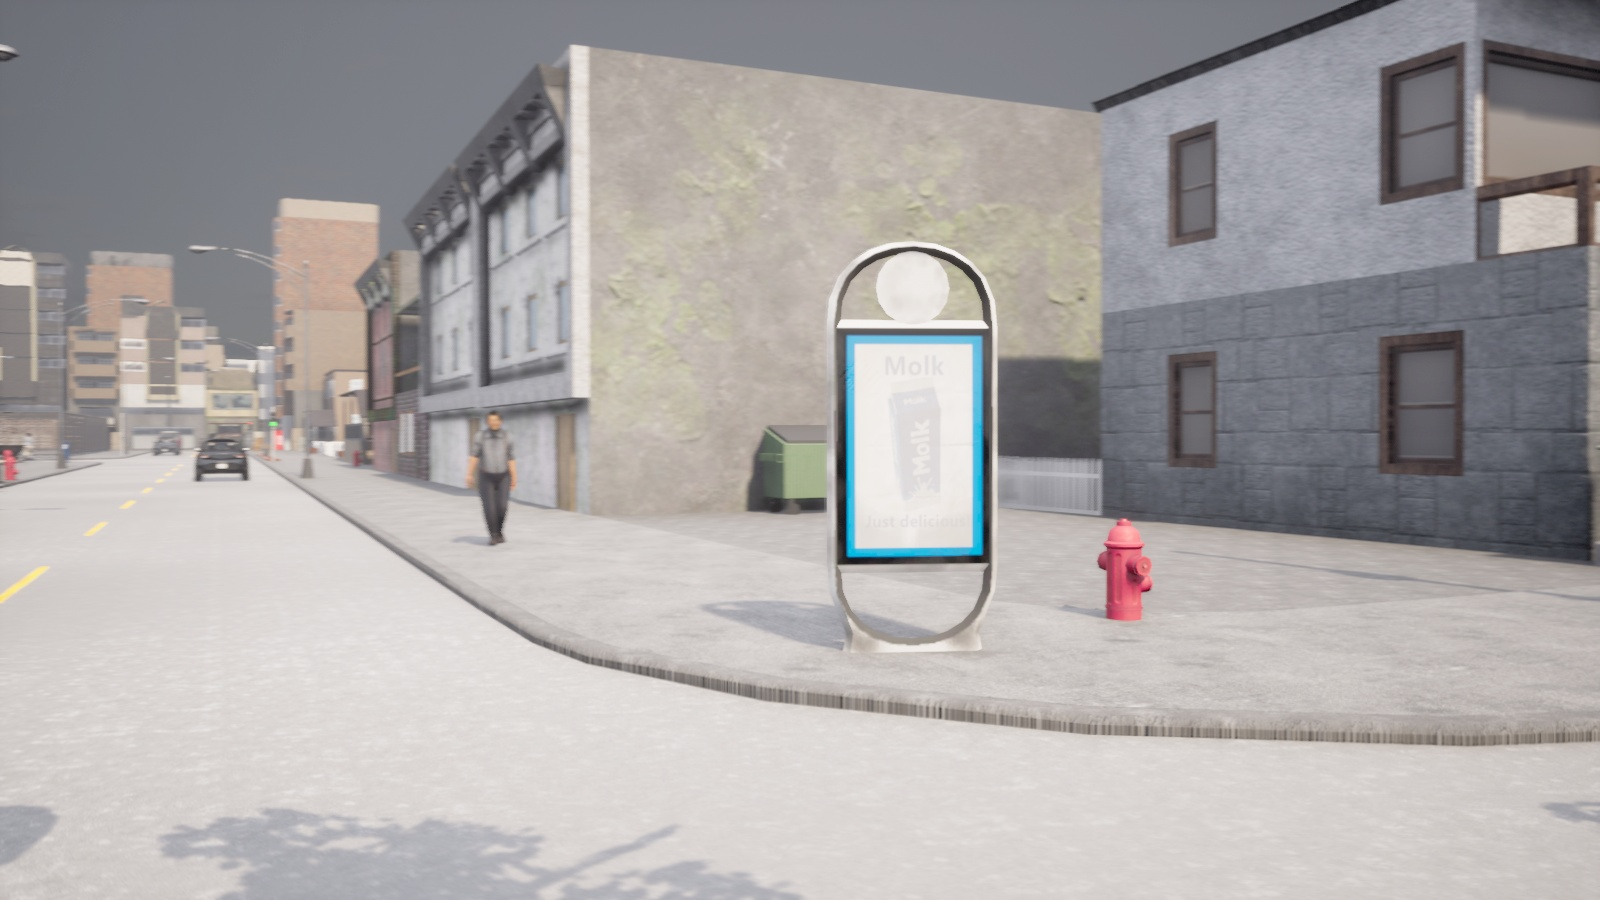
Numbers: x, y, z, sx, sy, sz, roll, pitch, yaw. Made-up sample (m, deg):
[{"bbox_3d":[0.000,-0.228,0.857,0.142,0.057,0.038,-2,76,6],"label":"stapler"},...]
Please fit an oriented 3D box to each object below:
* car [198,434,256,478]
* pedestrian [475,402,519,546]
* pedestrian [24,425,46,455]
[{"bbox_3d":[-20.486,0.171,44.902,1.816,1.474,4.193,0,1,-24],"label":"car"},{"bbox_3d":[-4.002,0.307,16.579,0.540,1.848,0.694,0,1,-15],"label":"pedestrian"},{"bbox_3d":[-48.513,-0.628,79.649,0.874,1.855,0.900,0,1,-6],"label":"pedestrian"}]
